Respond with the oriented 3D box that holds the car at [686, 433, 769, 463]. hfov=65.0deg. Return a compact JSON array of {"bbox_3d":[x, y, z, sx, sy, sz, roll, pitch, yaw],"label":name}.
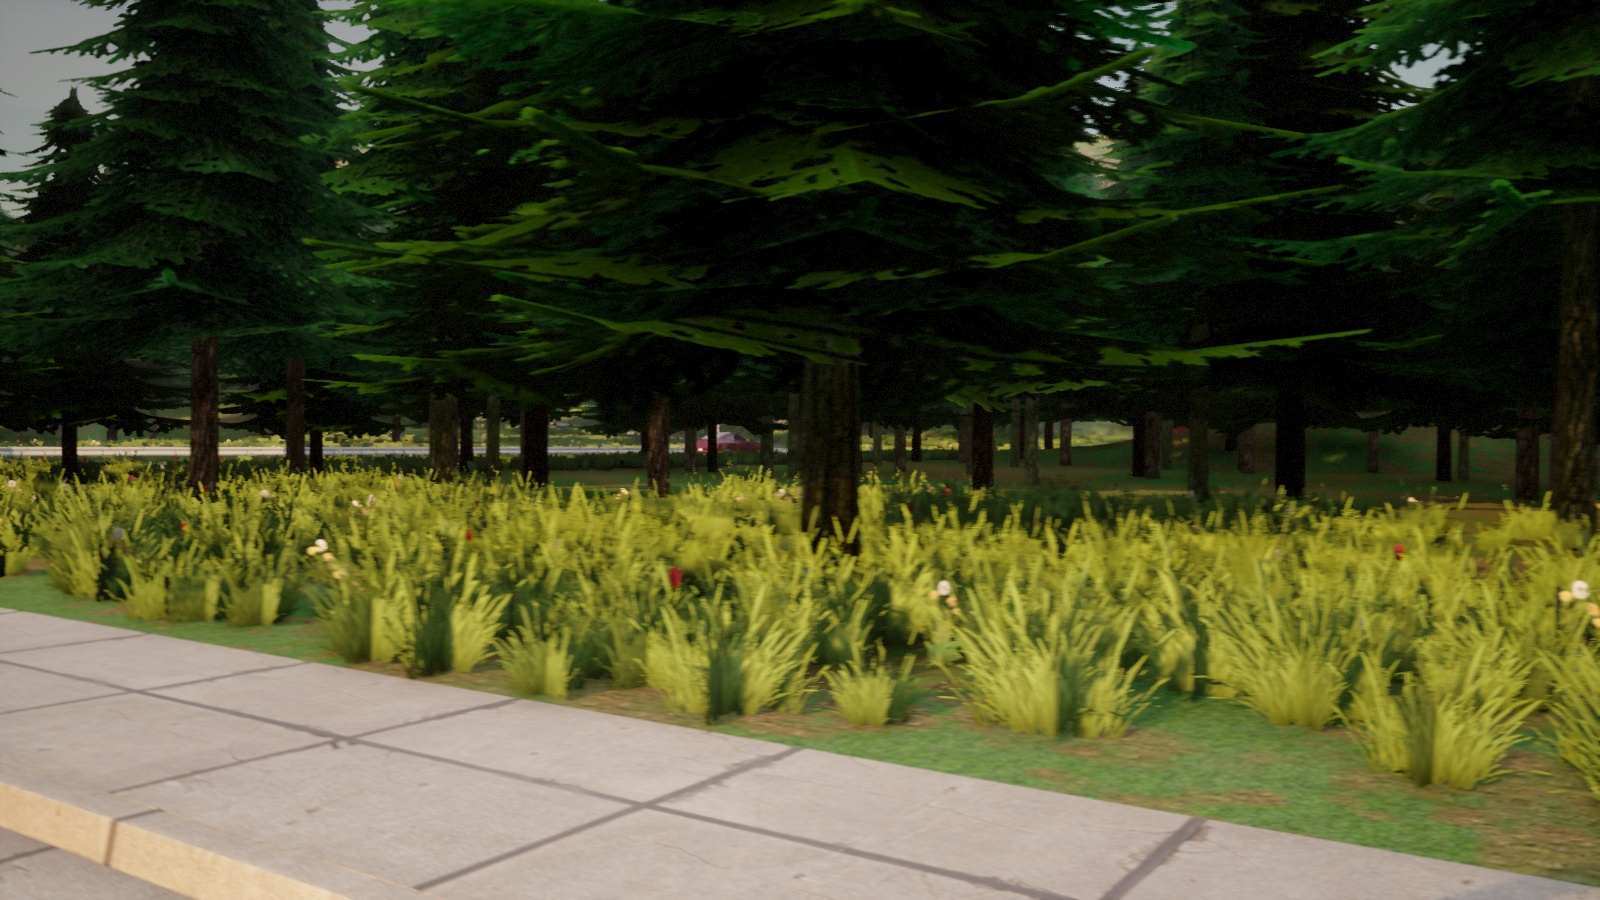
[{"bbox_3d":[-3.724,-0.130,65.485,1.812,1.442,4.674,0,1,35],"label":"car"}]
